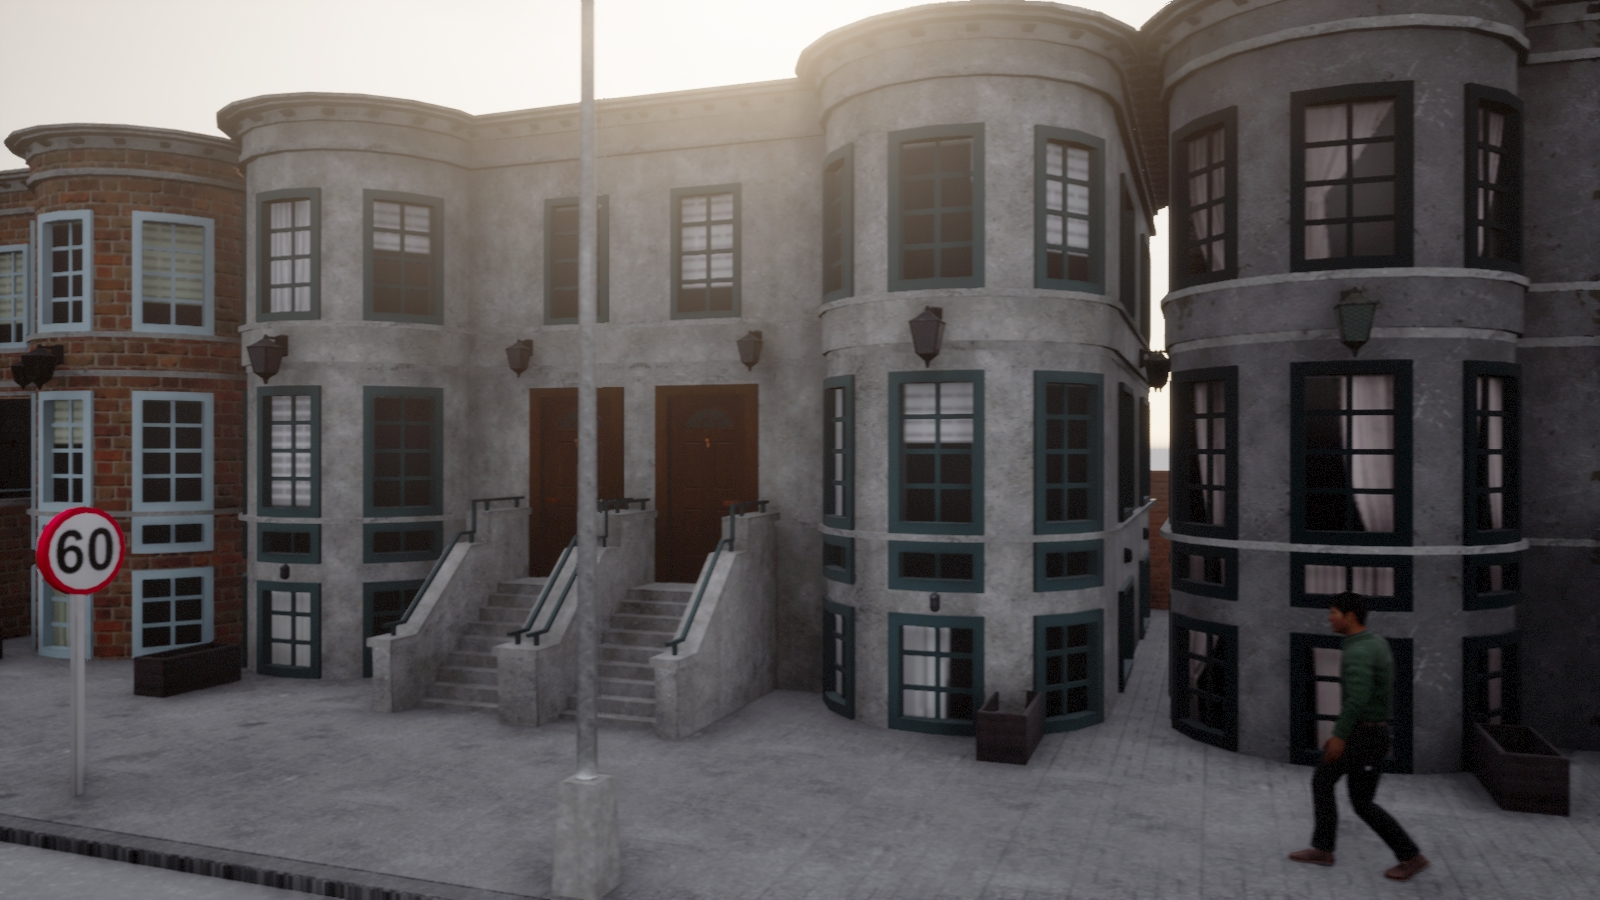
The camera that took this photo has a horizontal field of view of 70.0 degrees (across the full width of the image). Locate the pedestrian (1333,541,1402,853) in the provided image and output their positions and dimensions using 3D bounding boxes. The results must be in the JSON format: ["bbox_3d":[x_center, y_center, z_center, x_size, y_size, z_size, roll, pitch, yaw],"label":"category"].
[{"bbox_3d":[3.581,1.526,7.216,0.375,1.860,0.375,0,0,26],"label":"pedestrian"}]
